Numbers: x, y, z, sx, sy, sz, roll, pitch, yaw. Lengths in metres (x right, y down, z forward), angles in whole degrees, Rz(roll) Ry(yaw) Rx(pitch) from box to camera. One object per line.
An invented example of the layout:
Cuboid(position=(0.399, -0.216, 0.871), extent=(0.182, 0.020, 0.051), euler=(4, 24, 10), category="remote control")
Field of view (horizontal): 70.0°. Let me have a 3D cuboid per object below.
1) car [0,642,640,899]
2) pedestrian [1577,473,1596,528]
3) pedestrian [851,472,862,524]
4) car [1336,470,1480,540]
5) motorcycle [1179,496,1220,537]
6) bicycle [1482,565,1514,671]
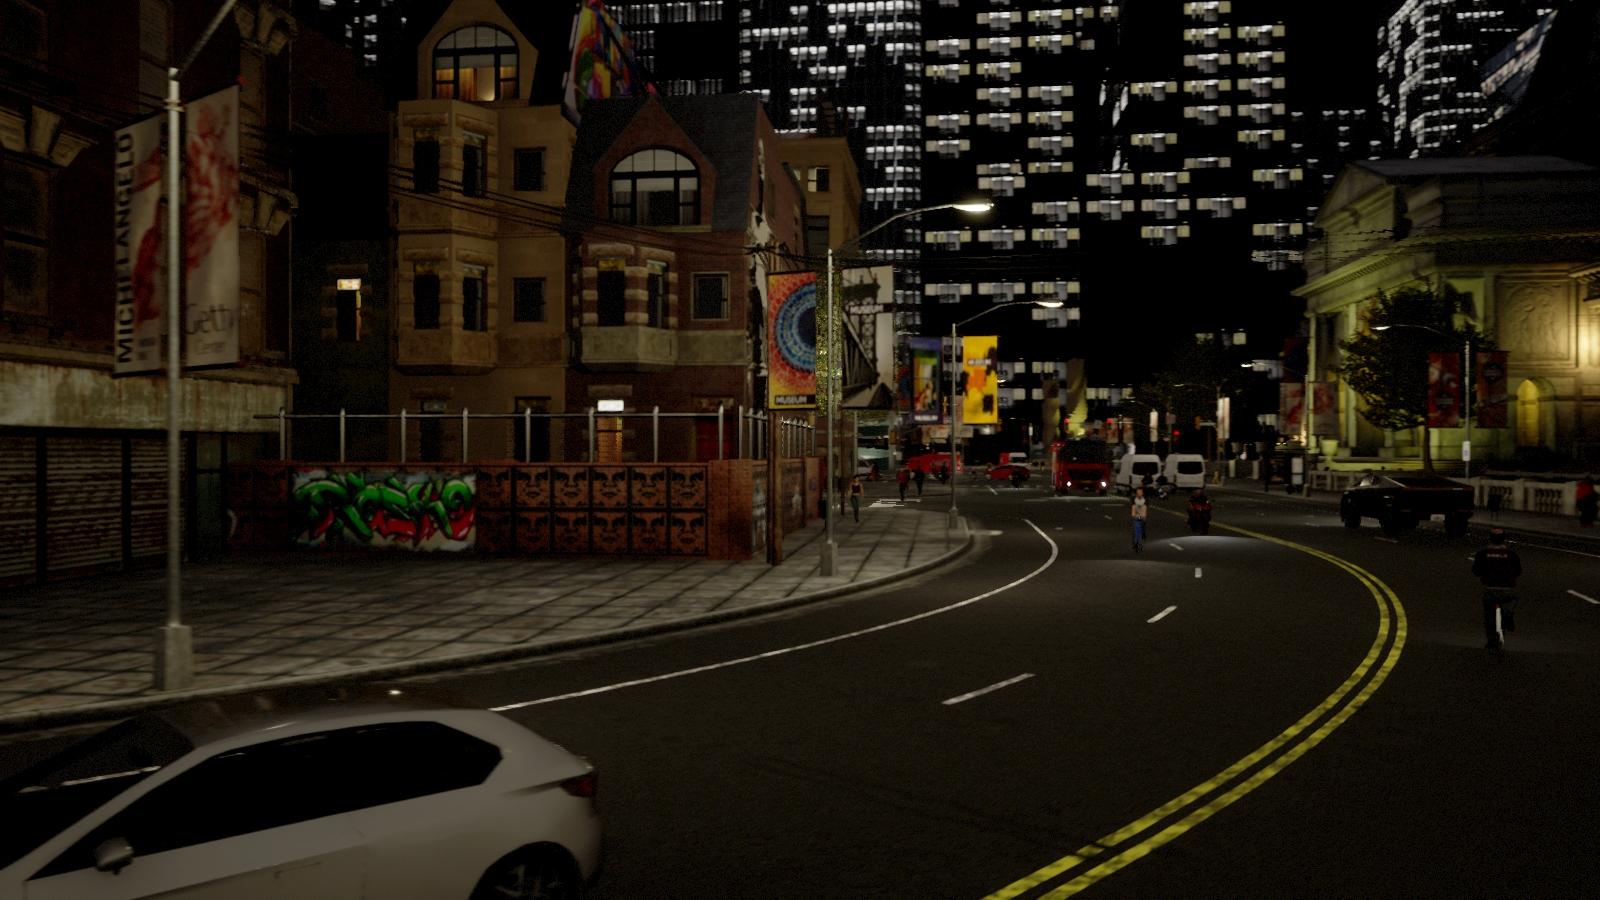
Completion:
Cuboid(position=(-3.092, 2.070, 5.850), extent=(4.193, 1.474, 1.816), euler=(0, 0, -41), category="car")
Cuboid(position=(26.732, 1.708, 38.813), extent=(0.375, 1.860, 0.375), euler=(0, 0, -7), category="pedestrian")
Cuboid(position=(2.049, 1.720, 41.314), extent=(0.375, 1.860, 0.375), euler=(0, 0, 7), category="pedestrian")
Cuboid(position=(20.485, 1.768, 38.890), extent=(2.390, 2.098, 6.274), euler=(0, 0, 9), category="car")
Cuboid(position=(13.469, 2.222, 38.579), extent=(0.867, 1.251, 2.209), euler=(0, 0, 8), category="motorcycle")
Cuboid(position=(9.394, 2.215, 15.365), extent=(0.329, 1.171, 1.835), euler=(-1, 0, 32), category="bicycle")
